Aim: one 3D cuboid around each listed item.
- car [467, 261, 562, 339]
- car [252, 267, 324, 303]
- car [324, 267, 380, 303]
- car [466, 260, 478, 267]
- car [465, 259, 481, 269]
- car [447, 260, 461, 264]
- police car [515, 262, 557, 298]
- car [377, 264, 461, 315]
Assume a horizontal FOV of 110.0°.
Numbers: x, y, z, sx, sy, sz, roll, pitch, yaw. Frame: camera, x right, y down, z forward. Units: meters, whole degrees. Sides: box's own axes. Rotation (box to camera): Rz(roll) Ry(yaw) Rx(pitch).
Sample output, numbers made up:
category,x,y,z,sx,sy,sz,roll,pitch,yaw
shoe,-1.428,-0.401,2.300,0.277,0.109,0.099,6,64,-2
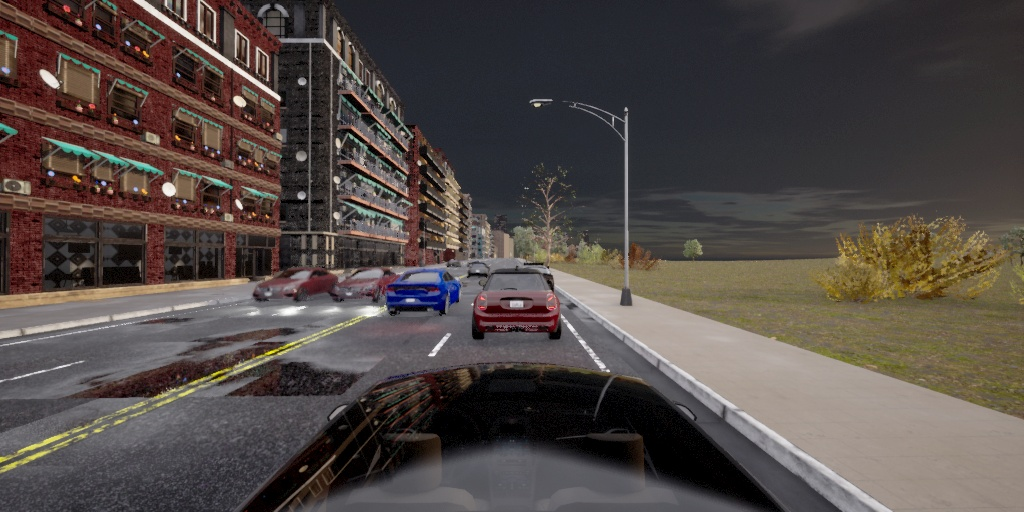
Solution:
category,x,y,z,sx,sy,sz,roll,pitch,yaw
car,0.112,1.103,10.184,2.097,1.767,4.553,0,0,0
car,-9.820,1.278,16.791,1.812,1.442,4.674,0,0,0
car,-6.571,1.278,16.807,1.812,1.442,4.674,0,0,0
car,-3.083,1.317,34.360,1.994,1.385,4.181,0,0,0
car,-6.463,1.298,59.936,2.033,1.411,5.357,0,0,0
car,-9.711,1.298,59.914,2.033,1.411,5.357,0,0,0
police car,1.173,1.178,19.680,1.930,1.638,5.238,0,0,0
car,-3.127,1.229,13.533,1.882,1.535,5.008,0,0,0
